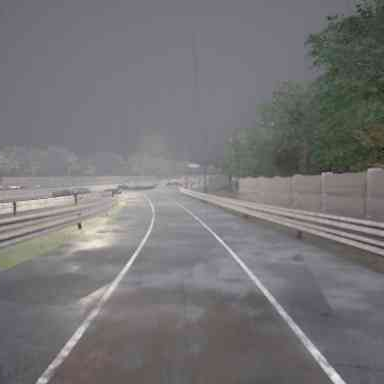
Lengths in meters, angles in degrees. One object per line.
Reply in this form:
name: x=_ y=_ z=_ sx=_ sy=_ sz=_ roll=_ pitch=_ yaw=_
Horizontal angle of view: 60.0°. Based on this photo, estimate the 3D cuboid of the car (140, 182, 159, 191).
car: x=-10.360 y=-1.185 z=81.639 sx=1.882 sy=1.535 sz=5.008 roll=0 pitch=3 yaw=13

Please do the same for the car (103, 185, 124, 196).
car: x=-14.922 y=-0.033 z=61.773 sx=1.994 sy=1.385 sz=4.181 roll=0 pitch=3 yaw=13

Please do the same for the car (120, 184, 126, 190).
car: x=-17.182 y=-1.203 z=83.210 sx=1.837 sy=1.490 sz=4.892 roll=0 pitch=3 yaw=13

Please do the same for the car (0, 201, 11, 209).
car: x=-21.188 y=1.368 z=34.488 sx=1.882 sy=1.535 sz=5.008 roll=0 pitch=3 yaw=13

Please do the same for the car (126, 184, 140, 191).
car: x=-13.770 y=-1.158 z=82.430 sx=2.128 sy=1.511 sz=4.902 roll=0 pitch=3 yaw=13

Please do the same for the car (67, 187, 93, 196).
car: x=-19.293 y=-0.041 z=58.370 sx=2.097 sy=1.767 sz=4.553 roll=0 pitch=3 yaw=13

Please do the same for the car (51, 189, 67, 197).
car: x=-22.696 y=0.132 z=59.196 sx=2.033 sy=1.411 sz=5.357 roll=0 pitch=3 yaw=13
